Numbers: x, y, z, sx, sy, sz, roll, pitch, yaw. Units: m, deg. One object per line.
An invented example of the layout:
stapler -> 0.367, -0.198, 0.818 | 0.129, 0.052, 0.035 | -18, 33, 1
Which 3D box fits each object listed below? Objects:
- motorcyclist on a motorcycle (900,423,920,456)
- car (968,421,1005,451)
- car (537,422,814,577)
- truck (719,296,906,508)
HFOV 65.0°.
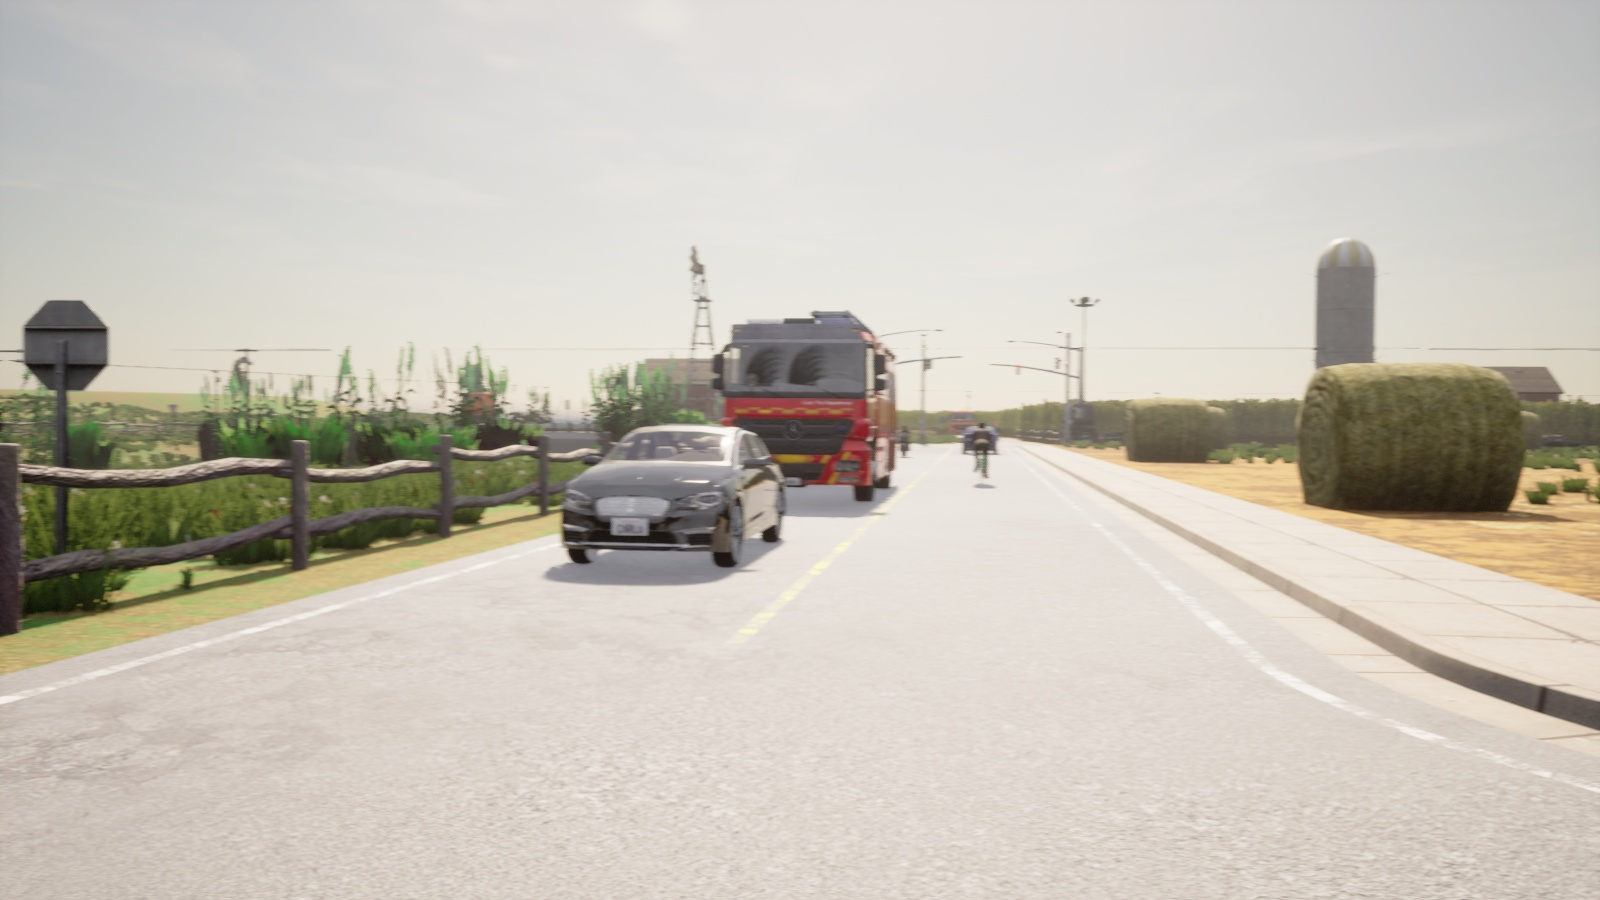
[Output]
motorcyclist on a motorcycle -> 5.157, -0.512, 58.547 | 0.797, 1.523, 2.044 | 0, 1, 8
car -> 10.063, -0.768, 67.906 | 1.882, 1.535, 5.008 | 0, 1, 8
car -> -1.228, 0.442, 14.883 | 2.128, 1.511, 4.902 | 0, 1, 8
truck -> 0.564, -0.956, 27.201 | 2.891, 3.827, 8.468 | 0, 1, 8
